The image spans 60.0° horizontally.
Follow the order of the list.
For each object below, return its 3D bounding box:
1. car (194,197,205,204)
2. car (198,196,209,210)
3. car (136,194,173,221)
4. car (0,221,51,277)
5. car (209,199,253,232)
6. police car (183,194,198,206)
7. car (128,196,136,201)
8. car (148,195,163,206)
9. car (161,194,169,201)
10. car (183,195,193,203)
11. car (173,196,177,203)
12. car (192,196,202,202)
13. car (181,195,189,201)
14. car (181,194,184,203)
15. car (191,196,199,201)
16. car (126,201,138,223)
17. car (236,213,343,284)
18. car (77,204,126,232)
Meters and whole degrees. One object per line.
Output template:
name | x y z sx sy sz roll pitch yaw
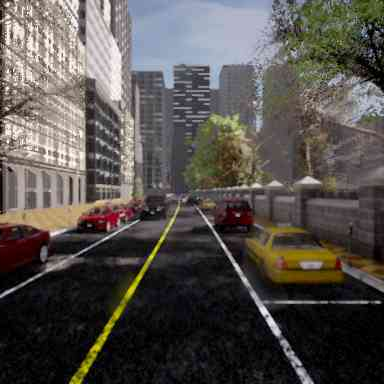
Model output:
car | 1.462 1.624 64.743 2.008 1.369 4.403 0 0 -2
car | 2.078 1.581 42.729 1.752 1.417 4.829 0 0 -1
car | -3.075 1.262 28.379 2.150 2.045 5.566 0 0 -1
car | -5.485 1.560 9.165 1.887 1.381 4.507 0 0 0
car | 2.452 1.344 20.372 2.192 1.841 5.009 0 0 -1
police car | -0.042 1.493 57.174 1.930 1.638 5.238 0 0 -2
car | -5.826 1.365 36.903 2.192 1.841 5.009 0 0 -1
car | -6.390 1.386 59.092 2.192 1.841 5.009 0 0 -2
car | -7.442 1.406 92.324 2.192 1.841 5.009 0 0 -2
car | -0.801 1.535 73.275 1.801 1.575 5.366 0 0 3
car | -4.004 1.610 69.435 2.033 1.411 5.357 0 0 -2
car | 1.110 1.646 75.837 1.947 1.339 4.313 0 0 -2
car | -1.929 1.506 90.875 1.882 1.535 5.008 0 0 -2
car | -0.817 1.601 66.841 1.812 1.442 4.674 0 0 -15
car | 0.758 1.653 86.931 1.947 1.339 4.313 0 0 -2
car | -5.642 1.619 25.810 1.802 1.307 4.206 0 0 -1
car | 2.539 1.540 9.445 1.752 1.417 4.829 0 0 0
car | -5.572 1.575 20.260 1.887 1.381 4.507 0 0 -1
